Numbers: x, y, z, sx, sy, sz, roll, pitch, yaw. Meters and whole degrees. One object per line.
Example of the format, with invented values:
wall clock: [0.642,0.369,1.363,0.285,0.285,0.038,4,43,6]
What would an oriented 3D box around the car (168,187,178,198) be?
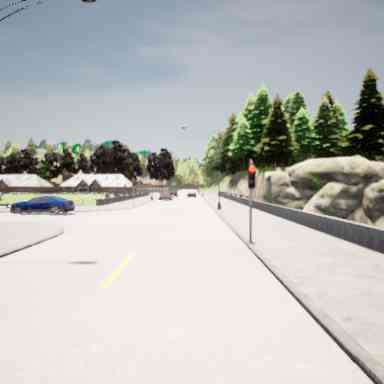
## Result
car: [-4.036,0.095,68.055,2.150,2.045,5.566,0,1,0]

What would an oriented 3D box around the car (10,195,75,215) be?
car: [-12.057,1.030,26.886,5.008,1.535,1.882,0,0,3]

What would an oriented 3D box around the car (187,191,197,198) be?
car: [-0.030,0.495,66.847,1.895,1.301,4.718,0,1,0]

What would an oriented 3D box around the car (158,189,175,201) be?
car: [-4.097,0.661,52.098,1.812,1.442,4.674,0,1,0]
